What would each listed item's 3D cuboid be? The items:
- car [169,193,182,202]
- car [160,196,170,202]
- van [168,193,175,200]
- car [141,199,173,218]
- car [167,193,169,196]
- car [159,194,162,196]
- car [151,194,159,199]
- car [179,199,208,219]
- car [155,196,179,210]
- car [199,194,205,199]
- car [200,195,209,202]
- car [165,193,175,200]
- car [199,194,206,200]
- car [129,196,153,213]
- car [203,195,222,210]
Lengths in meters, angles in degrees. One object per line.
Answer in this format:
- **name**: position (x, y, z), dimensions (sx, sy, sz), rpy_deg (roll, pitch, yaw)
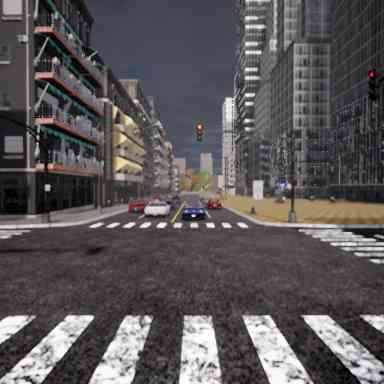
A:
- **car**: position (-2.940, 1.391, 61.786), dimensions (1.837, 1.490, 4.892), rpy_deg (0, -1, 1)
- **car**: position (-5.606, 1.453, 69.594), dimensions (1.802, 1.307, 4.206), rpy_deg (-1, 0, 0)
- **van**: position (-5.579, 1.177, 92.188), dimensions (1.690, 1.788, 3.998), rpy_deg (-1, 0, 0)
- **car**: position (-3.059, 1.541, 29.750), dimensions (1.895, 1.301, 4.718), rpy_deg (0, 0, 0)
- **car**: position (-5.624, 1.329, 58.295), dimensions (1.967, 1.590, 4.097), rpy_deg (-1, 0, 0)
- **car**: position (-5.633, 1.213, 52.647), dimensions (2.192, 1.841, 5.009), rpy_deg (-1, 0, 0)
- **car**: position (-5.647, 1.358, 41.349), dimensions (1.967, 1.590, 4.097), rpy_deg (-1, 0, 0)
- **car**: position (0.141, 1.544, 28.010), dimensions (1.895, 1.301, 4.718), rpy_deg (0, 0, 0)
- **car**: position (-3.039, 1.482, 41.055), dimensions (1.994, 1.385, 4.181), rpy_deg (0, 0, 0)
- **car**: position (2.733, 1.431, 63.991), dimensions (2.008, 1.369, 4.403), rpy_deg (-1, 0, 0)
- **car**: position (2.748, 1.406, 75.289), dimensions (1.887, 1.381, 4.507), rpy_deg (-1, 0, 0)
- **car**: position (-5.587, 1.159, 86.541), dimensions (2.192, 1.841, 5.009), rpy_deg (-1, 0, 0)
- **car**: position (2.771, 1.361, 92.407), dimensions (1.752, 1.417, 4.829), rpy_deg (-1, 0, 0)
- **car**: position (-5.653, 1.473, 35.700), dimensions (1.887, 1.381, 4.507), rpy_deg (-1, 0, 0)
- **car**: position (2.702, 1.463, 41.395), dimensions (1.887, 1.381, 4.507), rpy_deg (-1, 0, 0)
